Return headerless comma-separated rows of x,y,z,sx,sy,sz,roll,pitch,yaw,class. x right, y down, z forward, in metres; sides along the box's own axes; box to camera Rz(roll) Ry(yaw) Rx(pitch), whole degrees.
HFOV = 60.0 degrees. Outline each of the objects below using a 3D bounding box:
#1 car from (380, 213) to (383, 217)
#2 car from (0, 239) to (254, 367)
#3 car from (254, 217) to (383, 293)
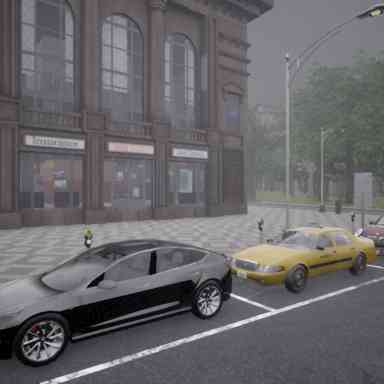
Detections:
7.635,1.441,12.123,4.097,1.590,1.967,0,0,-36,car
-1.208,1.566,5.792,4.313,1.339,1.947,0,0,-36,car
3.076,1.525,8.859,4.829,1.417,1.752,0,0,-36,car
